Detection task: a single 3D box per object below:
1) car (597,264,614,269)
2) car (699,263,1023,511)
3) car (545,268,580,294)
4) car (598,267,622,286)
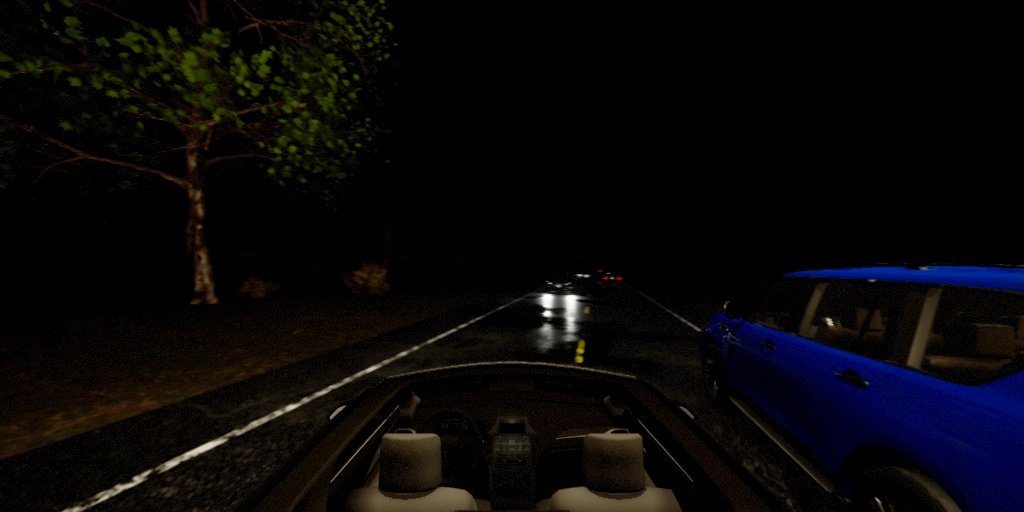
[{"bbox_3d":[11.727,2.005,44.420,2.150,2.045,5.566,2,-1,14],"label":"car"},{"bbox_3d":[3.482,1.102,3.168,2.150,2.045,5.566,2,-1,13],"label":"car"},{"bbox_3d":[3.450,1.697,24.642,1.837,1.490,4.892,2,-1,13],"label":"car"},{"bbox_3d":[9.406,2.084,34.116,2.033,1.411,5.357,2,-1,13],"label":"car"}]
